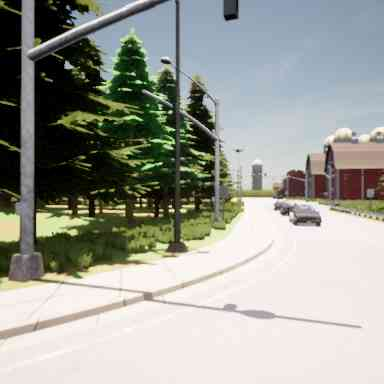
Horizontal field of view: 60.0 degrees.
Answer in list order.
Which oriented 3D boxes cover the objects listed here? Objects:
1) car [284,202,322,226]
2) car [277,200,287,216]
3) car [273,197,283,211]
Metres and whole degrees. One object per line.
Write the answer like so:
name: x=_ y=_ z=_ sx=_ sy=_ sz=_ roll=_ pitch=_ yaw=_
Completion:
car: x=8.423 y=1.669 z=25.083 sx=2.033 sy=1.411 sz=5.357 roll=0 pitch=0 yaw=11
car: x=10.235 y=1.764 z=34.562 sx=1.895 sy=1.301 sz=4.718 roll=0 pitch=0 yaw=11
car: x=11.994 y=1.769 z=44.470 sx=1.994 sy=1.385 sz=4.181 roll=0 pitch=0 yaw=10
